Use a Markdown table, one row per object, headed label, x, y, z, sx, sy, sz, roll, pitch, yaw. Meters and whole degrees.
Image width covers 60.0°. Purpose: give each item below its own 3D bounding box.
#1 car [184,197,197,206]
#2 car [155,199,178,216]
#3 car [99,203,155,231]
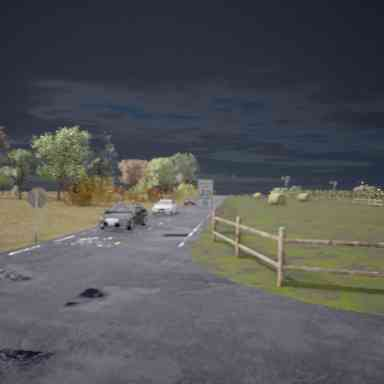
| label | x | y | z | sx | sy | sz | roll | pitch | yaw |
| --- | --- | --- | --- | --- | --- | --- | --- | --- | --- |
| car | -0.024 | 1.512 | 52.922 | 1.994 | 1.385 | 4.181 | 1 | 0 | 7 |
| car | -2.544 | 1.466 | 32.404 | 1.812 | 1.442 | 4.674 | 1 | 1 | 6 |
| car | -4.001 | 1.430 | 20.130 | 2.128 | 1.511 | 4.902 | 1 | 0 | 7 |
